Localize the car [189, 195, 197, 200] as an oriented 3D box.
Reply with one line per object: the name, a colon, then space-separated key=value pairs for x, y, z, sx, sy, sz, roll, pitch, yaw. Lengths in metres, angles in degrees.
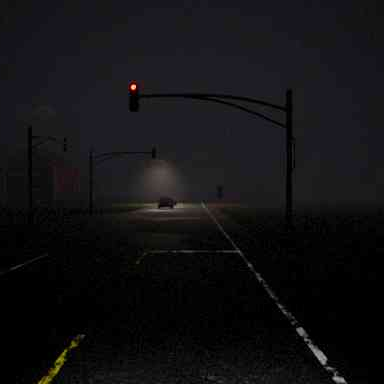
car: x=0.157 y=1.440 z=86.623 sx=1.994 sy=1.385 sz=4.181 roll=0 pitch=0 yaw=0

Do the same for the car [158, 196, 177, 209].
car: x=-3.508 y=1.443 z=45.156 sx=1.882 sy=1.535 sz=5.008 roll=0 pitch=0 yaw=0

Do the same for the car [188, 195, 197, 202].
car: x=0.139 y=1.388 z=76.936 sx=1.882 sy=1.535 sz=5.008 roll=0 pitch=0 yaw=0

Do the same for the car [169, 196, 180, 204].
car: x=-3.425 y=1.535 z=64.947 sx=1.895 sy=1.301 sz=4.718 roll=0 pitch=0 yaw=1

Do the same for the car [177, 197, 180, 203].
car: x=-3.480 y=1.477 z=55.018 sx=1.812 sy=1.442 sz=4.674 roll=0 pitch=0 yaw=1
